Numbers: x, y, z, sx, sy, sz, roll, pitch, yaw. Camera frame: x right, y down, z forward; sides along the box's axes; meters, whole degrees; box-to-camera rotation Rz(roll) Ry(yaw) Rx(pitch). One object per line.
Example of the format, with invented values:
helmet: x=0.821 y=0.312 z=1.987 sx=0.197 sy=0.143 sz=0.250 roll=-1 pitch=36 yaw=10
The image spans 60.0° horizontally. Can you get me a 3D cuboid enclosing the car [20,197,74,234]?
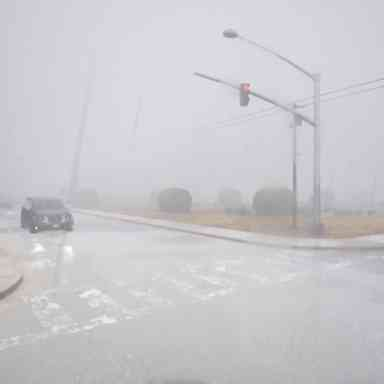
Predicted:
car: x=-8.757 y=1.357 z=19.826 sx=2.150 sy=2.045 sz=5.566 roll=0 pitch=1 yaw=-35

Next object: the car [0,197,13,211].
car: x=-23.203 y=1.395 z=40.697 sx=1.882 sy=1.535 sz=5.008 roll=0 pitch=0 yaw=-35
